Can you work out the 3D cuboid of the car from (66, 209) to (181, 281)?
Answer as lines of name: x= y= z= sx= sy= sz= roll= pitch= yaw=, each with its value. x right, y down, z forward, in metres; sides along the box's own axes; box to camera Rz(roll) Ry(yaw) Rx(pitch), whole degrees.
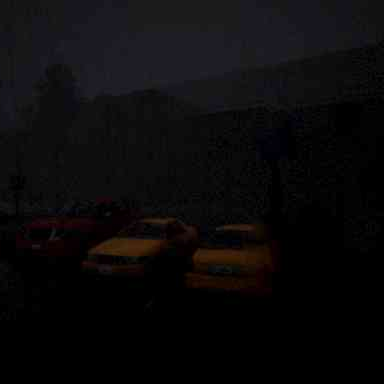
car: x=-1.248 y=1.477 z=10.156 sx=1.946 sy=1.575 sz=5.366 roll=1 pitch=-1 yaw=16

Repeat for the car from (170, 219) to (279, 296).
car: x=1.288 y=1.483 z=8.775 sx=1.946 sy=1.575 sz=5.366 roll=0 pitch=-1 yaw=15

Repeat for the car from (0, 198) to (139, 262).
car: x=-3.644 y=1.233 z=12.052 sx=2.435 sy=2.045 sz=5.566 roll=1 pitch=-1 yaw=15
